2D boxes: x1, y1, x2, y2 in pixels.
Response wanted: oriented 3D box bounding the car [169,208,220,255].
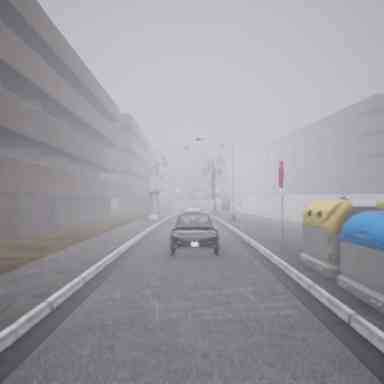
[{"bbox_3d":[0.097,1.618,13.815,2.128,1.511,4.902,0,-1,0],"label":"car"}]
